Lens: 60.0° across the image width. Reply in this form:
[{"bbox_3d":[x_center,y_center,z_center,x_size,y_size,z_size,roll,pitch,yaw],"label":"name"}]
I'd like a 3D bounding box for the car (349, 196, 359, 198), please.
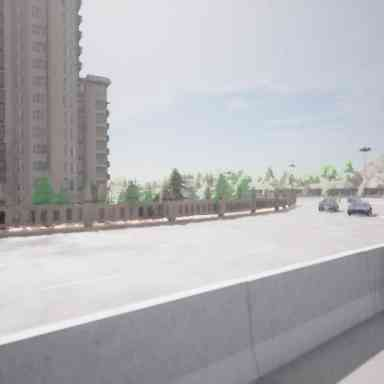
[{"bbox_3d":[33.159,1.610,67.739,1.882,1.535,5.008,-1,0,9],"label":"car"}]

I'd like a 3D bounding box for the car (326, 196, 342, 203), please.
[{"bbox_3d":[29.944,1.589,70.173,1.837,1.490,4.892,-1,0,6],"label":"car"}]

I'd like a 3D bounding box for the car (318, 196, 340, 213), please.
[{"bbox_3d":[15.640,1.539,37.844,2.128,1.511,4.902,0,0,29],"label":"car"}]

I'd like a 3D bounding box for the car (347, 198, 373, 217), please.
[{"bbox_3d":[16.127,1.558,31.769,2.033,1.411,5.357,0,0,33],"label":"car"}]
